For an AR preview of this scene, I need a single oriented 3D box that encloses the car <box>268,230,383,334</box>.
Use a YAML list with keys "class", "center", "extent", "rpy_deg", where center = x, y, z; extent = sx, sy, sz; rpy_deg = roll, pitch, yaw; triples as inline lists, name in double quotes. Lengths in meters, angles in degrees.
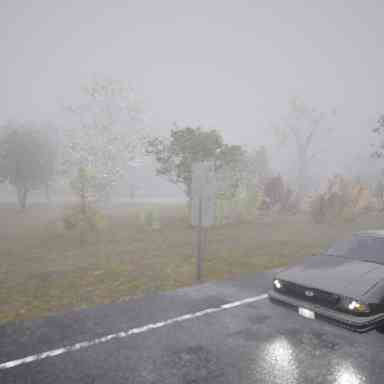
- class: "car"
  center: [3.985, 1.528, 6.825]
  extent: [5.357, 1.411, 2.033]
  rpy_deg: [0, 0, -35]
